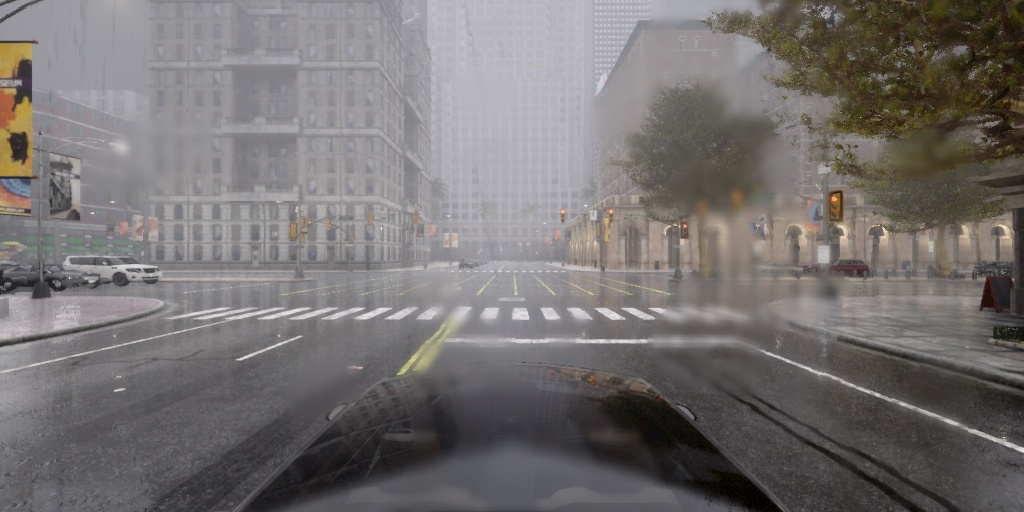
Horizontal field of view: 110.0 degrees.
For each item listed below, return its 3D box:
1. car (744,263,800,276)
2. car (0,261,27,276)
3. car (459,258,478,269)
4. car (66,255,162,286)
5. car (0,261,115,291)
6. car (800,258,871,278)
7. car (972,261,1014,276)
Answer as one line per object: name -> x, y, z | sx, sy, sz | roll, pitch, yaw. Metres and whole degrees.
car -> 26.146, 1.351, 35.970 | 4.718, 1.301, 1.895 | 0, 0, 0
car -> -52.548, 1.255, 36.916 | 4.892, 1.490, 1.837 | 0, 0, 20
car -> -7.120, 1.102, 56.621 | 2.097, 1.767, 4.553 | 0, 0, 0
car -> -27.388, 0.971, 24.552 | 5.566, 2.045, 2.150 | 0, 0, 2
car -> -27.067, 1.241, 21.036 | 4.902, 1.511, 2.128 | 0, 0, 0
car -> 29.472, 1.102, 32.452 | 4.553, 1.767, 2.097 | 0, 0, 0
car -> 49.215, 1.257, 35.823 | 4.892, 1.490, 1.837 | 1, 0, 1
